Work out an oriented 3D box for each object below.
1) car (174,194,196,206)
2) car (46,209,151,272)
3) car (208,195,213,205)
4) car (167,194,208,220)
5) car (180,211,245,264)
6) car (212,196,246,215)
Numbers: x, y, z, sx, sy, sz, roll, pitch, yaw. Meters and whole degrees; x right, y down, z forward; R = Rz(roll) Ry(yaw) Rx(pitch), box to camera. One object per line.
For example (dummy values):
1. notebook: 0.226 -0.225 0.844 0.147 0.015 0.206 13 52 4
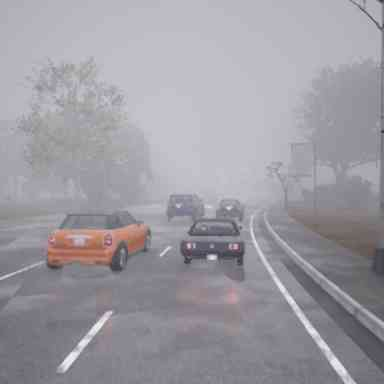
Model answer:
1. car: -1.078 1.170 53.142 2.097 1.767 4.553 0 0 17
2. car: -2.770 1.319 10.935 2.097 1.767 4.553 0 0 6
3. car: 2.861 1.313 54.102 2.128 1.511 4.902 0 0 17
4. car: -0.427 1.149 26.824 2.150 2.045 5.566 0 0 12
5. car: 0.825 1.572 11.716 1.895 1.301 4.718 0 0 6
6. car: 3.222 1.287 27.099 2.097 1.767 4.553 0 0 12
